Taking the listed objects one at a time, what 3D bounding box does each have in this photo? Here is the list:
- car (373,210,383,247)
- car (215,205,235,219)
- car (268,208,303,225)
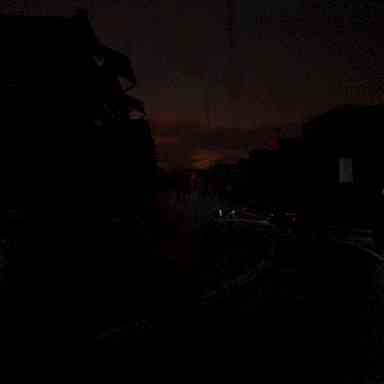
[{"bbox_3d":[8.242,1.216,11.874,2.150,2.045,5.566,0,-2,16],"label":"car"},{"bbox_3d":[4.187,2.520,42.989,2.097,1.767,4.553,-1,-1,-4],"label":"car"},{"bbox_3d":[8.238,2.147,29.759,2.128,1.511,4.902,-1,-2,-4],"label":"car"}]
